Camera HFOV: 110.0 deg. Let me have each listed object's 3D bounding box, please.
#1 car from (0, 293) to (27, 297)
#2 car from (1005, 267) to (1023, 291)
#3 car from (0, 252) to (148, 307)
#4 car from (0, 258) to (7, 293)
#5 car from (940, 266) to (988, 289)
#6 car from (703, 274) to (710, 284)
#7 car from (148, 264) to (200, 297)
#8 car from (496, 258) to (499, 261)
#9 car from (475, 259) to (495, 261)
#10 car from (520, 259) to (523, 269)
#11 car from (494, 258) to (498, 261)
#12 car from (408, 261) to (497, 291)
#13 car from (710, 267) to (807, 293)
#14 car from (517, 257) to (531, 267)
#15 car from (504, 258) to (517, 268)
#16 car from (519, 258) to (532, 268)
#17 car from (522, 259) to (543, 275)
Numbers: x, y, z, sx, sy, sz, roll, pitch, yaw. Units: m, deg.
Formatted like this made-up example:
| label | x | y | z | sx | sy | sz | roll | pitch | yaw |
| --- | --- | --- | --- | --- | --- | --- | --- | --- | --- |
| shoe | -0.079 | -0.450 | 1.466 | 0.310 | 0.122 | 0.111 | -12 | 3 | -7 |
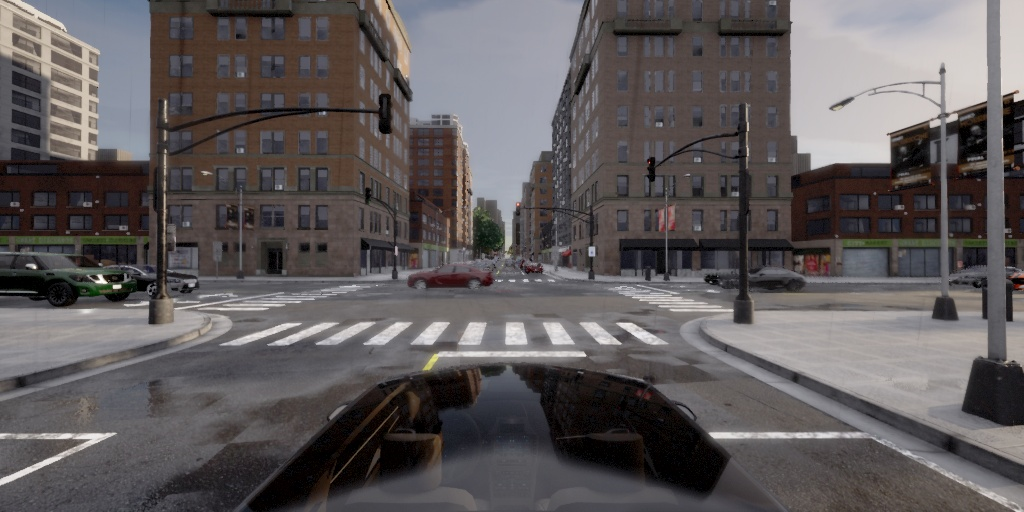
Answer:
| label | x | y | z | sx | sy | sz | roll | pitch | yaw |
| --- | --- | --- | --- | --- | --- | --- | --- | --- | --- |
| car | -5.856 | 1.190 | 1.534 | 1.967 | 1.591 | 4.097 | 0 | 0 | 0 |
| car | 32.626 | 1.268 | 21.340 | 4.553 | 1.767 | 2.097 | 0 | 0 | 0 |
| car | -18.469 | 0.858 | 14.268 | 5.566 | 2.045 | 2.150 | 0 | 0 | 0 |
| car | -28.377 | 0.977 | 17.445 | 4.553 | 1.767 | 2.097 | 0 | 0 | -1 |
| car | 32.477 | 1.431 | 24.589 | 4.902 | 1.511 | 2.128 | 0 | 0 | 0 |
| car | 15.774 | 1.466 | 24.470 | 4.718 | 1.301 | 1.895 | 0 | 0 | 0 |
| car | -18.119 | 1.156 | 17.513 | 4.902 | 1.511 | 2.128 | 0 | 0 | -1 |
| car | -3.467 | 1.321 | 57.823 | 1.837 | 1.490 | 4.892 | 0 | 0 | 0 |
| car | -3.255 | 1.267 | 37.638 | 2.128 | 1.511 | 4.902 | 0 | 0 | 0 |
| car | 2.414 | 1.354 | 45.492 | 1.948 | 1.339 | 4.313 | 0 | 0 | -1 |
| car | -3.360 | 1.339 | 47.443 | 2.033 | 1.411 | 5.357 | 0 | 0 | -1 |
| car | -3.551 | 1.220 | 21.073 | 5.008 | 1.535 | 1.882 | 0 | 0 | 0 |
| car | 14.724 | 1.360 | 21.211 | 4.674 | 1.442 | 1.812 | 0 | 0 | 0 |
| car | 2.292 | 1.127 | 56.505 | 2.192 | 1.841 | 5.009 | 0 | 0 | -1 |
| car | -0.360 | 1.323 | 64.029 | 2.128 | 1.511 | 4.902 | 0 | 0 | -1 |
| car | 2.351 | 1.325 | 51.168 | 1.751 | 1.417 | 4.829 | 0 | 0 | -1 |
| car | 2.475 | 1.324 | 39.985 | 1.888 | 1.381 | 4.507 | 0 | 0 | -1 |
